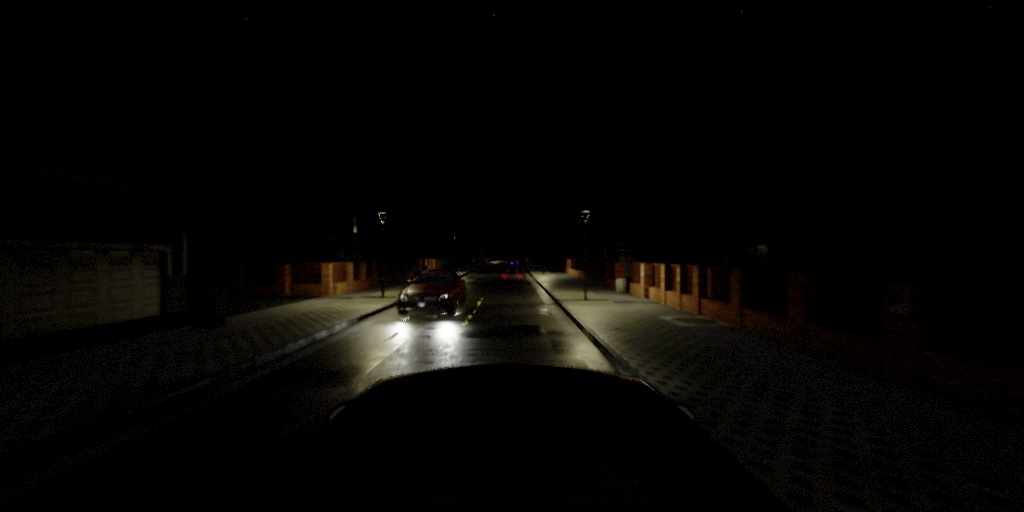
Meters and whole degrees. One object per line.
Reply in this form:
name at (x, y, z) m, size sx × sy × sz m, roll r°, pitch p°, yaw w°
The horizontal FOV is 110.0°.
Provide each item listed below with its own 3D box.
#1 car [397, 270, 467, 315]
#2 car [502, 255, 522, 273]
car at (-2.824, 1.263, 13.569) m, size 1.812 × 1.442 × 4.674 m, roll 0°, pitch 0°, yaw 0°
car at (-0.016, 0.886, 41.824) m, size 2.150 × 2.045 × 5.566 m, roll 0°, pitch 0°, yaw 0°
